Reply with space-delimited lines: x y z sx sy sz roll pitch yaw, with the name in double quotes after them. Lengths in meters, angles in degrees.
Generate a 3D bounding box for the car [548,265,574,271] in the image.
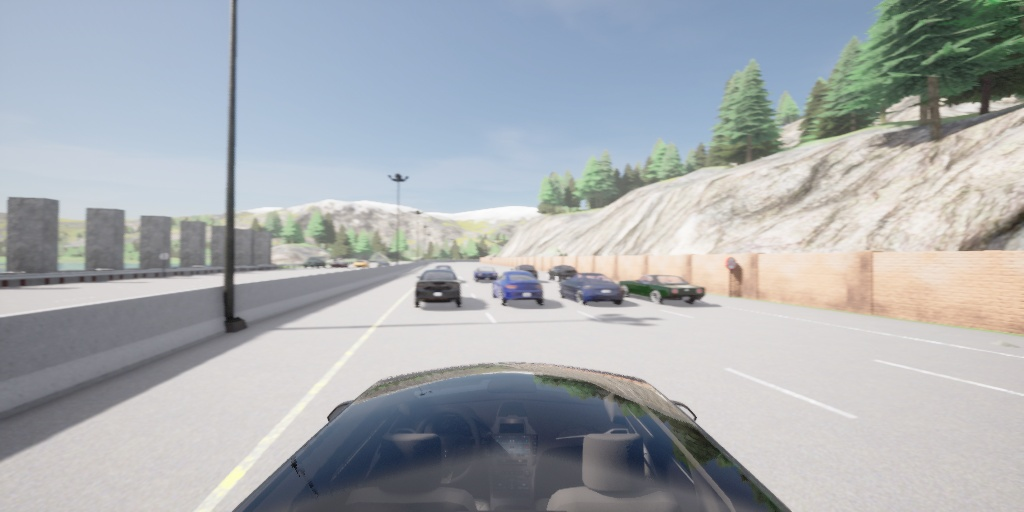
4.511 1.555 32.370 1.837 1.490 4.892 1 0 -10 "car"

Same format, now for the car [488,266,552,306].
0.186 1.399 16.648 1.812 1.442 4.674 1 0 -10 "car"

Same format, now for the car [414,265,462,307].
-3.266 1.309 16.075 1.882 1.535 5.008 1 0 -10 "car"

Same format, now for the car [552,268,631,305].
3.638 1.479 17.213 1.994 1.385 4.181 1 0 -10 "car"

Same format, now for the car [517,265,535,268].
1.061 1.513 31.777 1.837 1.490 4.892 1 0 -10 "car"

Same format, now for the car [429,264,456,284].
-5.787 1.467 30.278 2.033 1.411 5.357 1 0 -10 "car"

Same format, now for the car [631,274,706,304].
7.108 1.557 17.681 1.895 1.301 4.718 1 0 -11 "car"

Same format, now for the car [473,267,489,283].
-2.357 1.563 30.987 1.895 1.301 4.718 1 0 -10 "car"
